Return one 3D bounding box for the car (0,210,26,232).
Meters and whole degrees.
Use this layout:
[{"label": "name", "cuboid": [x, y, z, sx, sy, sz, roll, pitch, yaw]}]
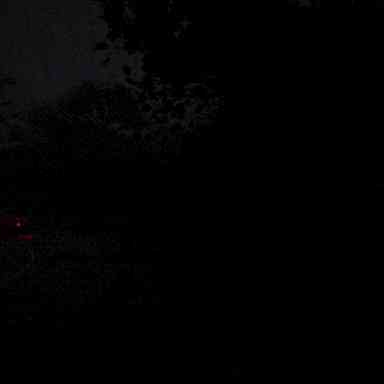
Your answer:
[{"label": "car", "cuboid": [-13.694, 1.985, 22.700, 5.008, 1.535, 1.882, 0, -2, 21]}]
